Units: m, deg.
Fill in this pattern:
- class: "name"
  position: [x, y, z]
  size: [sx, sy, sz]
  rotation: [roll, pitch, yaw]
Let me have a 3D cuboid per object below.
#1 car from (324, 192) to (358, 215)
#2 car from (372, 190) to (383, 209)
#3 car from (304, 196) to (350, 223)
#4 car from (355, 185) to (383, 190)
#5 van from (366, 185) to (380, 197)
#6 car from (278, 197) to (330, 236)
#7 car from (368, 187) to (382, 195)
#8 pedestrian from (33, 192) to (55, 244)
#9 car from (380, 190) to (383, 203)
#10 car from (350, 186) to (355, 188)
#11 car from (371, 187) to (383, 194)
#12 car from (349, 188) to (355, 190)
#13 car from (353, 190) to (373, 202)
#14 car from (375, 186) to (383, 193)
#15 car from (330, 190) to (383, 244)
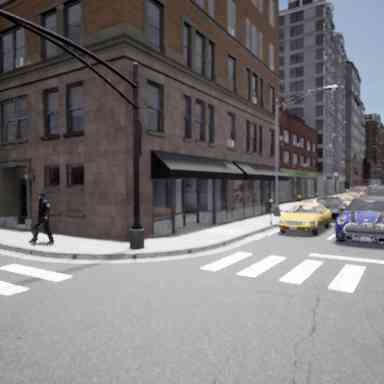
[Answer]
- class: "car"
  position: [11.476, 0.817, 25.457]
  size: [1.752, 1.417, 4.829]
  rotation: [1, 2, 32]
- class: "car"
  position: [17.492, 0.633, 29.782]
  size: [2.128, 1.511, 4.902]
  rotation: [1, 2, 32]
- class: "car"
  position: [8.568, 0.996, 20.810]
  size: [1.947, 1.339, 4.313]
  rotation: [1, 2, 32]
- class: "car"
  position: [12.211, 0.611, 21.436]
  size: [2.150, 2.045, 5.566]
  rotation: [1, 2, 33]
- class: "van"
  position: [29.561, -0.233, 54.348]
  size: [1.690, 1.788, 3.998]
  rotation: [1, 2, 32]
- class: "car"
  position: [5.478, 1.101, 15.873]
  size: [1.752, 1.417, 4.829]
  rotation: [1, 2, 32]
- class: "car"
  position: [32.560, -0.175, 59.146]
  size: [1.887, 1.381, 4.507]
  rotation: [1, 2, 32]
- class: "pedestrian"
  position: [-5.147, 0.890, 11.521]
  size: [0.375, 1.860, 0.375]
  rotation: [1, 2, 33]
- class: "car"
  position: [22.213, 0.519, 37.231]
  size: [1.895, 1.301, 4.718]
  rotation: [1, 2, 32]
- class: "car"
  position: [17.564, 0.317, 35.180]
  size: [2.192, 1.841, 5.009]
  rotation: [1, 2, 32]
- class: "car"
  position: [35.559, -0.279, 63.939]
  size: [1.802, 1.307, 4.206]
  rotation: [1, 2, 32]
- class: "car"
  position: [14.475, 0.675, 30.249]
  size: [1.752, 1.417, 4.829]
  rotation: [1, 2, 32]
- class: "car"
  position: [20.564, 0.440, 39.979]
  size: [1.802, 1.307, 4.206]
  rotation: [1, 2, 32]
- class: "car"
  position: [41.554, -0.543, 73.521]
  size: [1.802, 1.307, 4.206]
  rotation: [1, 2, 32]
- class: "car"
  position: [7.152, 0.981, 13.343]
  size: [2.097, 1.767, 4.553]
  rotation: [1, 2, 32]
